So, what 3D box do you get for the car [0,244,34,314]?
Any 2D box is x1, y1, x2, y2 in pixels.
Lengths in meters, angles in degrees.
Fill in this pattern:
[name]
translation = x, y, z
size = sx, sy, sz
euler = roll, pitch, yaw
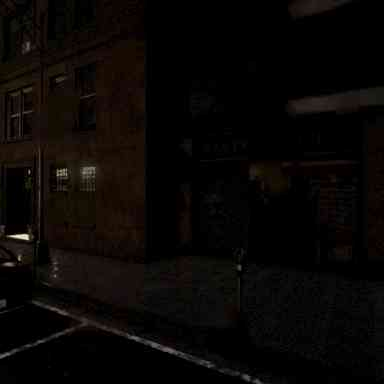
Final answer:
[car]
translation = -4.837, 1.551, 6.518
size = 4.403, 1.369, 2.008
euler = 0, 0, 35
